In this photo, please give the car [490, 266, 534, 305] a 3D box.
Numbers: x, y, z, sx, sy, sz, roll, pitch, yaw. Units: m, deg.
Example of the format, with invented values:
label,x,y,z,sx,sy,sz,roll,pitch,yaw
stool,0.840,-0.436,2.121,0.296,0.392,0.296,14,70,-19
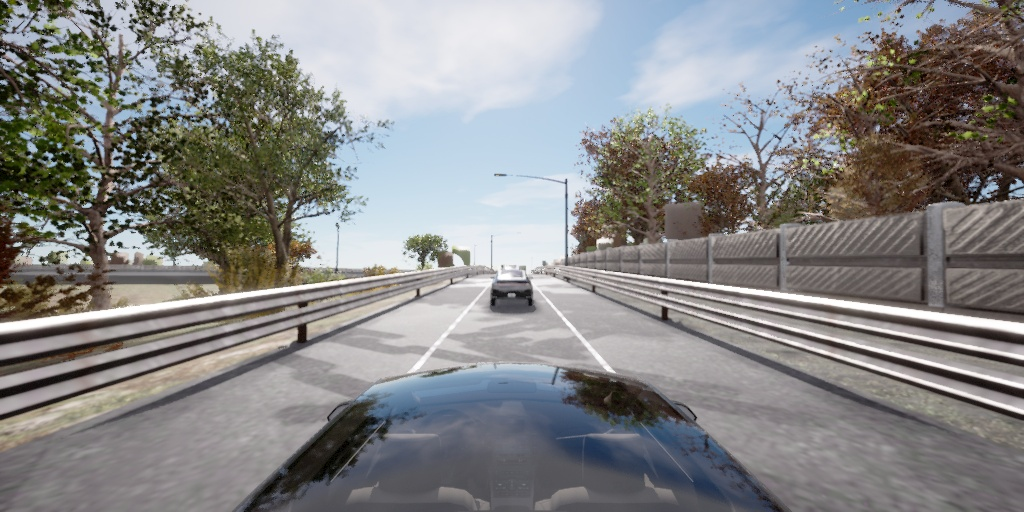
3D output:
label,x,y,z,sx,sy,sz,roll,pitch,yaw
car,-0.008,1.393,16.928,2.128,1.511,4.902,0,0,0
